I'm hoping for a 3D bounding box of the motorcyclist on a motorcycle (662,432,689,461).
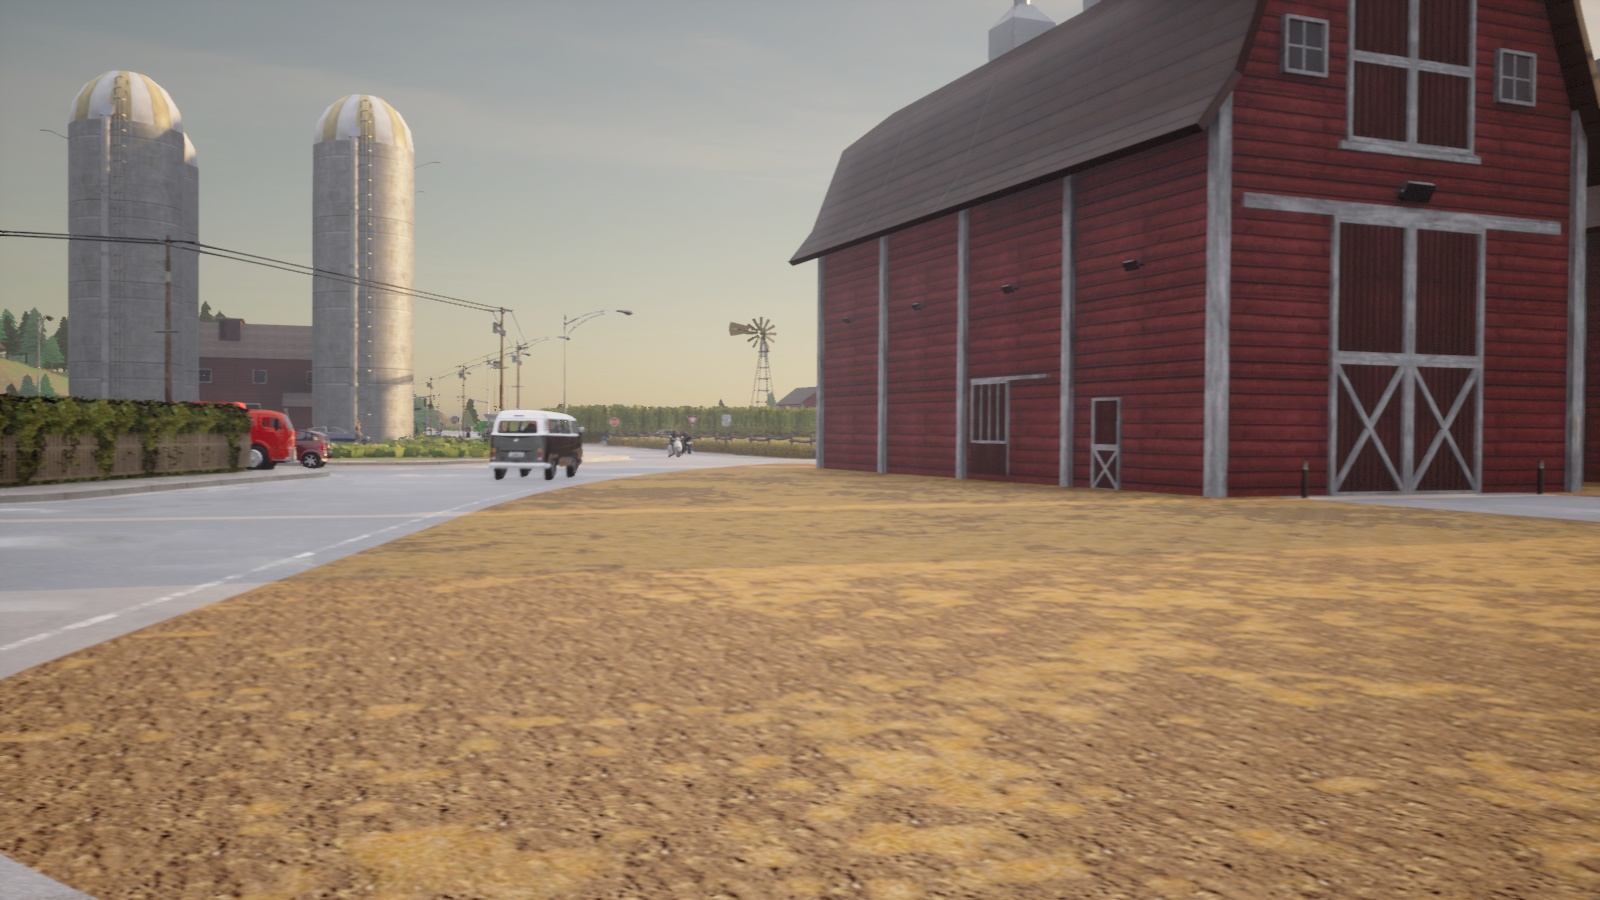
[{"bbox_3d":[-6.942,-0.205,69.962,0.866,1.590,1.817,0,1,-27],"label":"motorcyclist on a motorcycle"}]

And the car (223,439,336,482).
[{"bbox_3d":[-19.897,0.372,48.124,3.705,1.549,1.789,-1,1,-11],"label":"car"}]

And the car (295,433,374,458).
[{"bbox_3d":[-32.127,-0.319,86.709,5.027,1.651,2.152,-1,1,-22],"label":"car"}]

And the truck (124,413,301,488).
[{"bbox_3d":[-20.520,-0.019,44.153,5.204,2.467,2.627,-1,1,-14],"label":"truck"}]

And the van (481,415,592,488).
[{"bbox_3d":[-7.867,0.011,37.936,2.069,2.038,4.480,-1,1,4],"label":"van"}]
